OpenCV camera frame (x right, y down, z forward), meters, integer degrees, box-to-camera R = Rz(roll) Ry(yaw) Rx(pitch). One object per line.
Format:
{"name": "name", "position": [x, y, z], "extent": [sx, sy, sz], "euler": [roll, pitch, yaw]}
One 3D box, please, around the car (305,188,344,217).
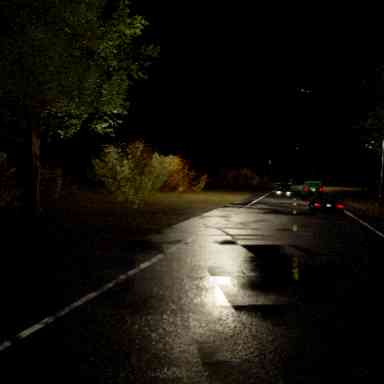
{"name": "car", "position": [8.654, 0.748, 21.608], "extent": [2.033, 1.411, 5.357], "euler": [3, 3, 17]}

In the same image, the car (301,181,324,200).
{"name": "car", "position": [13.455, -0.194, 37.112], "extent": [2.150, 2.045, 5.566], "euler": [3, 3, 18]}

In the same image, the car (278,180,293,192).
{"name": "car", "position": [15.859, -0.882, 56.923], "extent": [1.882, 1.535, 5.008], "euler": [3, 3, 17]}
